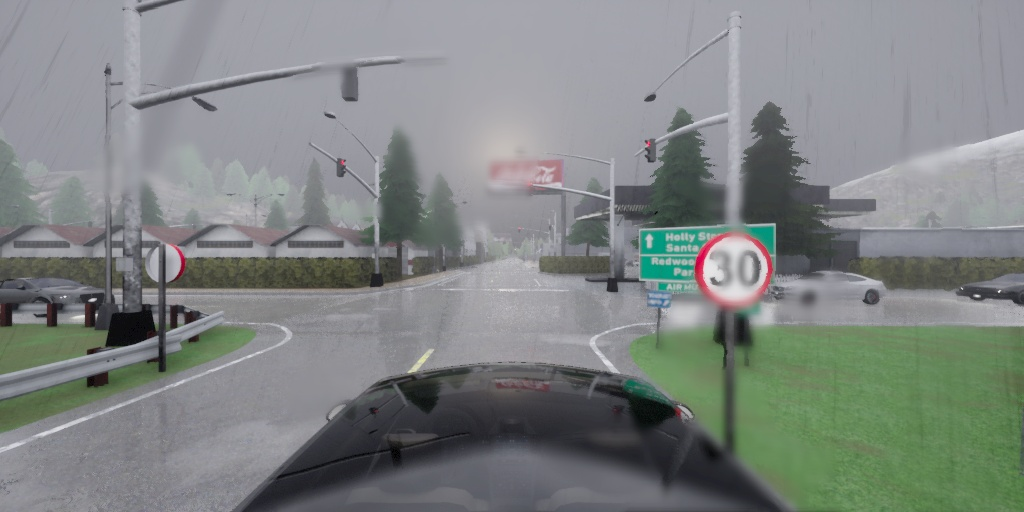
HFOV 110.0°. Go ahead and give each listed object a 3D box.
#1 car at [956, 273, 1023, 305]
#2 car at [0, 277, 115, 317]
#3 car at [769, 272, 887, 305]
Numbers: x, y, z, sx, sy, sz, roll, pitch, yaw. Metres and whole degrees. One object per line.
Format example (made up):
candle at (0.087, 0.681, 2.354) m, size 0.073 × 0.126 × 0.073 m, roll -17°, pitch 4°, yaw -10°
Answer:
car at (24.512, 1.489, 16.807) m, size 5.357 × 1.411 × 2.033 m, roll 0°, pitch 0°, yaw 1°
car at (-18.053, 1.505, 13.761) m, size 4.181 × 1.385 × 1.994 m, roll 0°, pitch 0°, yaw 1°
car at (14.857, 1.467, 16.935) m, size 4.674 × 1.442 × 1.812 m, roll 0°, pitch 0°, yaw 0°
